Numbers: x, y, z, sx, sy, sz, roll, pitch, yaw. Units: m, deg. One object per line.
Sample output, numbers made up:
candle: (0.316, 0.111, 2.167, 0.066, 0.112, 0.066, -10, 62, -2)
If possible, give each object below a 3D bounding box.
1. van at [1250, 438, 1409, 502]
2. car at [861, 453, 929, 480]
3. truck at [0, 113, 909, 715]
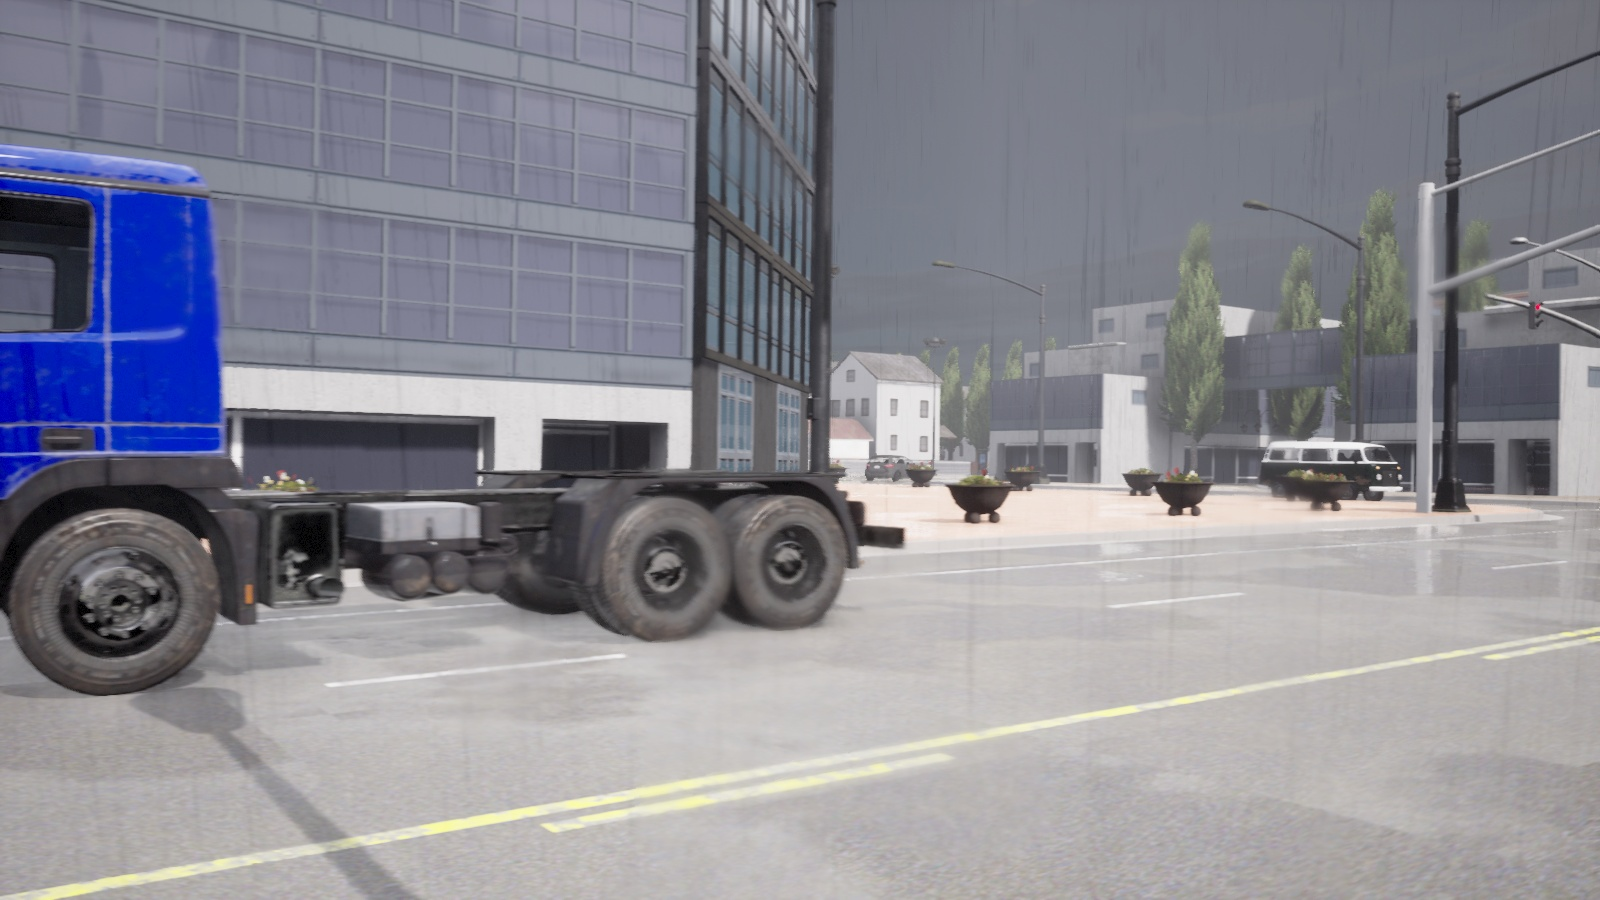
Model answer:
van: (17.663, 0.654, 42.088, 2.069, 2.038, 4.480, 1, -1, -34)
car: (6.069, 1.073, 80.073, 2.242, 1.667, 4.611, 0, -1, 36)
truck: (-3.127, -0.205, 10.015, 7.936, 3.462, 2.891, 0, 0, -35)
